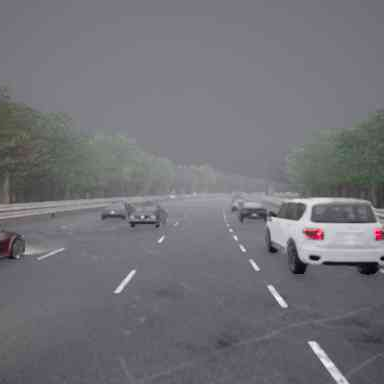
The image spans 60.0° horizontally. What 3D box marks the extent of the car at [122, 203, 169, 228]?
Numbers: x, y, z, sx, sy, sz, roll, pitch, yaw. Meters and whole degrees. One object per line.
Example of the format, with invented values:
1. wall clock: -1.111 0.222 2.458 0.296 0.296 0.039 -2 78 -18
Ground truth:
1. car: -2.750 1.500 21.846 2.033 1.411 5.357 0 0 3

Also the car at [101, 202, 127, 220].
1. car: -5.900 1.503 27.244 1.994 1.385 4.181 0 0 4

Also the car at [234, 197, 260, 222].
1. car: 4.517 1.427 25.677 1.882 1.535 5.008 0 0 4

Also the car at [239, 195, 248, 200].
1. car: 13.829 1.403 89.635 2.033 1.411 5.357 0 0 13

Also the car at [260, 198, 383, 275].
1. car: 3.794 1.198 10.477 2.150 2.045 5.566 0 -1 2

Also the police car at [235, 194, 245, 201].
1. police car: 11.562 1.371 79.204 2.038 1.542 4.974 0 0 11

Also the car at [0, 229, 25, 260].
1. car: -6.727 1.537 9.691 1.994 1.385 4.181 0 0 1

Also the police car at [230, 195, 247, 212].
1. police car: 5.286 1.432 36.987 2.038 1.542 4.974 0 0 5
